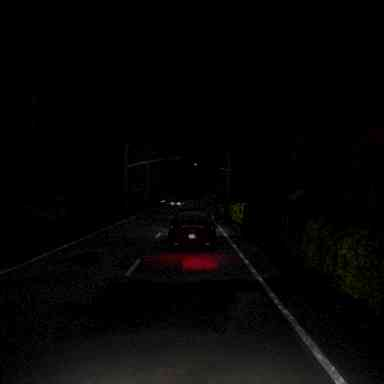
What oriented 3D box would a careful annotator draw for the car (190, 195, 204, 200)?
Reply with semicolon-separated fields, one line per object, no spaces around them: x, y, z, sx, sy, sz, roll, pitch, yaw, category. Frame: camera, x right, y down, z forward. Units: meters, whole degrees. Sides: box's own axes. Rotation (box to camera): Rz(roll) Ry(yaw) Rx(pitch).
1.417;1.474;87.455;1.994;1.385;4.181;0;-3;42;car

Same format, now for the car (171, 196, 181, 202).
-3.500;1.543;72.911;1.994;1.385;4.181;0;0;0;car

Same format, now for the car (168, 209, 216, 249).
0.000;1.483;14.650;1.882;1.535;5.008;0;0;0;car
